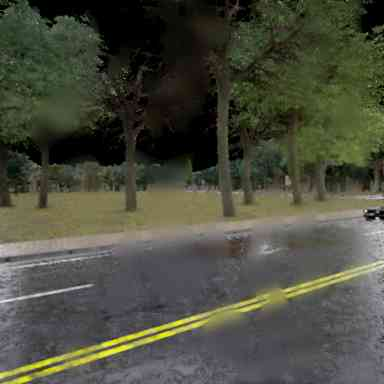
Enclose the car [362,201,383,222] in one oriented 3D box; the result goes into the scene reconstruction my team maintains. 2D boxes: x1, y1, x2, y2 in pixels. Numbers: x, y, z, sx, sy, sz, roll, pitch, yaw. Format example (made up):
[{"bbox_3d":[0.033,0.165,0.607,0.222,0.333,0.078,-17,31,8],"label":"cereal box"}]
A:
[{"bbox_3d":[12.773,1.213,21.000,4.718,1.301,1.895,-1,1,-36],"label":"car"}]
